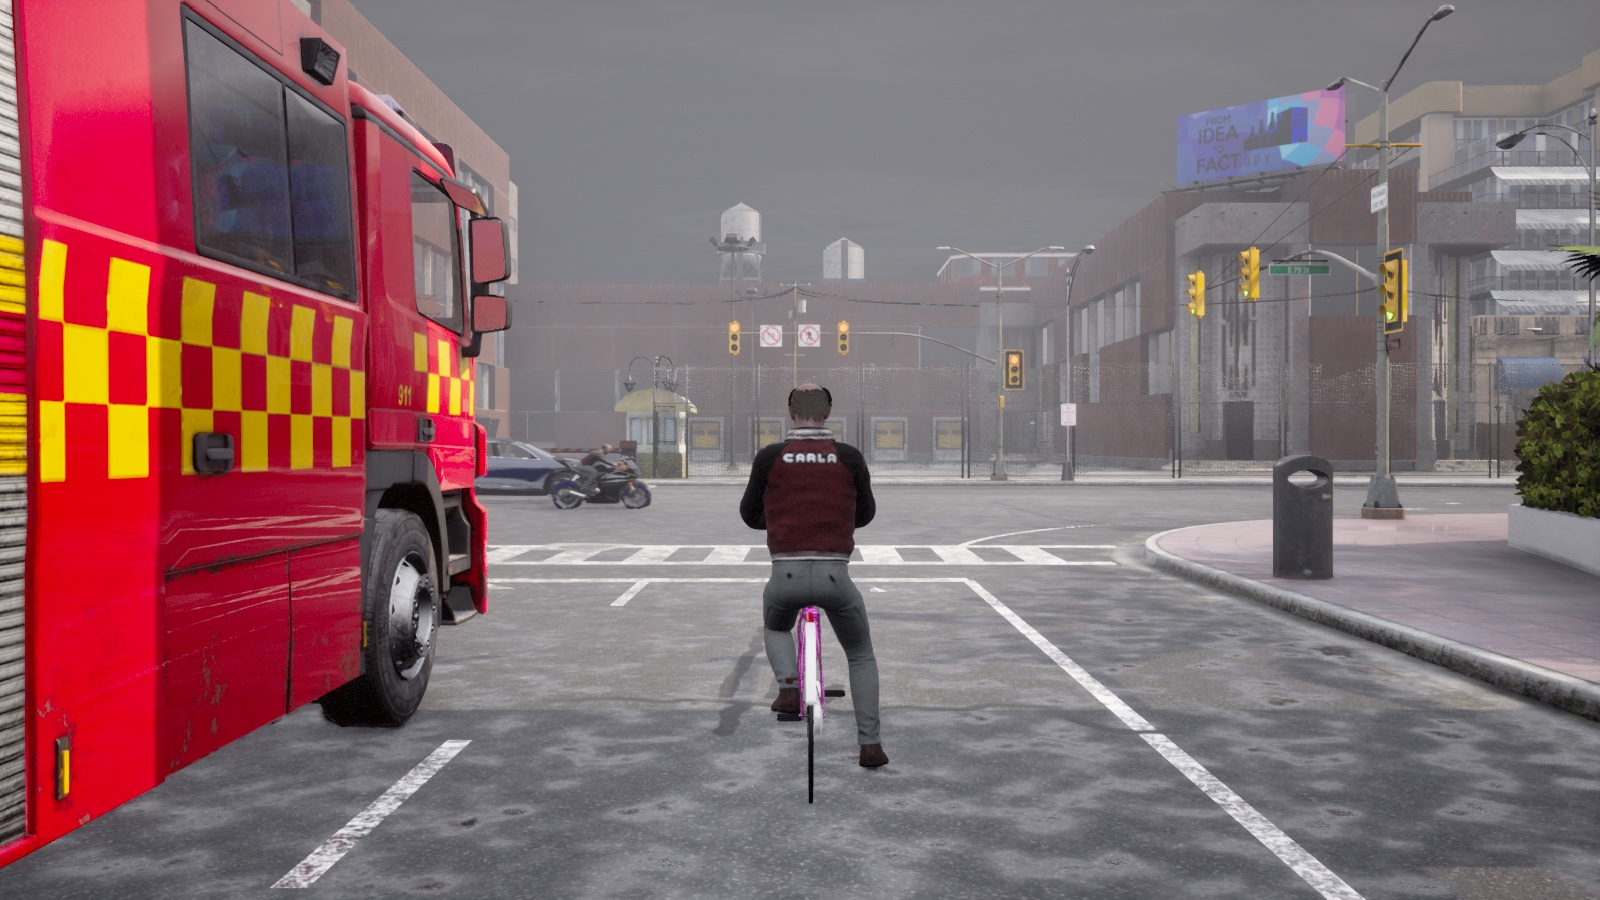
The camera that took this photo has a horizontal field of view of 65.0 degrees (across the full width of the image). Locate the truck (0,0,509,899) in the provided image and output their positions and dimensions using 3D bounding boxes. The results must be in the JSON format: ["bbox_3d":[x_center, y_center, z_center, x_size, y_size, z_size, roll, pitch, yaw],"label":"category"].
[{"bbox_3d":[-3.466,-0.445,4.404,2.891,3.827,8.468,0,0,0],"label":"truck"}]

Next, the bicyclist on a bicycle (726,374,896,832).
[{"bbox_3d":[0.044,0.584,5.787,0.659,1.776,1.843,0,1,0],"label":"bicyclist on a bicycle"}]

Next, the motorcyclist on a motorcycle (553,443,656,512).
[{"bbox_3d":[-4.390,0.618,28.347,2.191,1.530,0.866,0,0,1],"label":"motorcyclist on a motorcycle"}]

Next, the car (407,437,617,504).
[{"bbox_3d":[-7.234,0.491,31.883,4.856,1.649,2.033,0,0,1],"label":"car"}]
